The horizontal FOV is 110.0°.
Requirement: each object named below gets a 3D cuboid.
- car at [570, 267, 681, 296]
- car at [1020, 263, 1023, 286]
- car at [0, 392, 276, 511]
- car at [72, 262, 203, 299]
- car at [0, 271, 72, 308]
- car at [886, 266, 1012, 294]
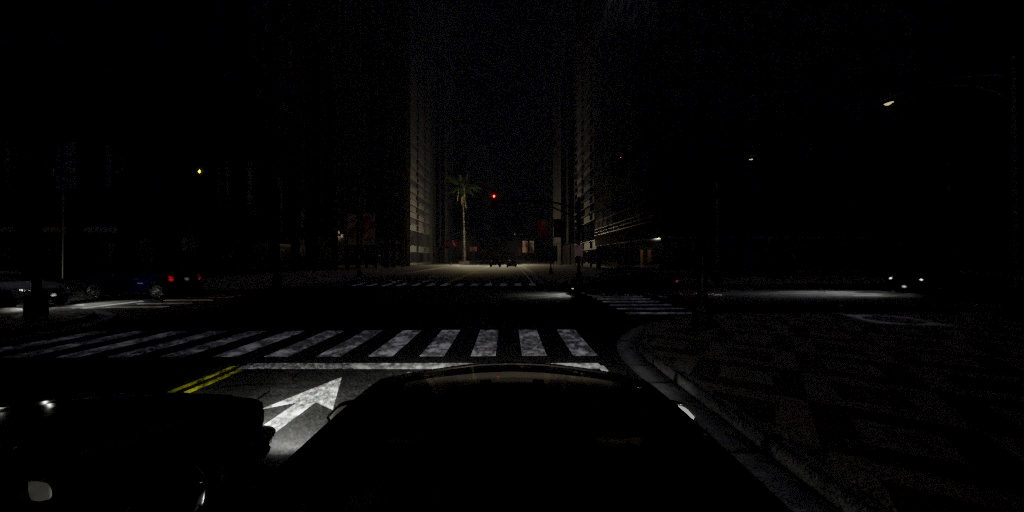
[{"bbox_3d":[5.812,1.289,18.613,5.357,1.411,2.033,0,0,-1],"label":"car"},{"bbox_3d":[32.059,1.117,21.832,4.097,1.591,1.967,0,0,-1],"label":"car"},{"bbox_3d":[-3.175,1.297,0.720,2.033,1.411,5.357,0,0,4],"label":"car"},{"bbox_3d":[-18.600,1.195,18.179,4.553,1.767,2.097,0,0,0],"label":"car"},{"bbox_3d":[-21.382,1.354,14.938,4.674,1.442,1.812,0,0,1],"label":"car"},{"bbox_3d":[22.860,1.282,18.916,4.718,1.301,1.895,0,0,-1],"label":"car"}]
